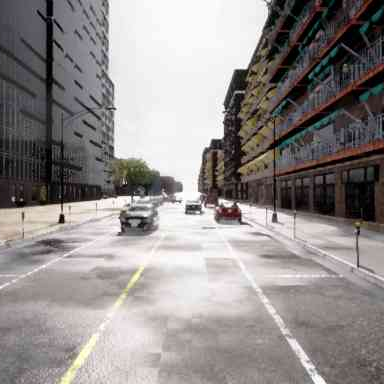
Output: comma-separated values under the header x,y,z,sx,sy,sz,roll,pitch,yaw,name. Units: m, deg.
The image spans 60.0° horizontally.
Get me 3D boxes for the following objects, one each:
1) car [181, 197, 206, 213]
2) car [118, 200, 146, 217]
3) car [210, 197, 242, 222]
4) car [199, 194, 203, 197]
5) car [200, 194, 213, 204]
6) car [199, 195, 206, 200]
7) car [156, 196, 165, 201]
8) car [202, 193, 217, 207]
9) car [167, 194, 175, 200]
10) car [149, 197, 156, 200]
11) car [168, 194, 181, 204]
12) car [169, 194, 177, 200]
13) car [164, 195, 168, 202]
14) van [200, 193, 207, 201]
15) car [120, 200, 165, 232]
x,y,z,sx,sy,sz,roll,pitch,yaw,name
0.163,1.537,36.087,2.033,1.411,5.357,0,0,0,car
-5.621,1.518,31.619,1.752,1.417,4.829,1,0,0,car
2.750,1.435,26.156,1.967,1.590,4.097,1,0,0,car
0.153,1.472,46.632,2.128,1.511,4.902,0,0,1,car
2.828,1.271,65.679,2.192,1.841,5.009,1,0,0,car
2.879,1.449,93.912,1.887,1.381,4.507,1,0,0,car
-5.588,1.529,48.727,2.008,1.369,4.403,1,0,0,car
2.795,1.293,48.740,2.192,1.841,5.009,1,0,0,car
-5.484,1.356,88.249,1.967,1.590,4.097,1,0,0,car
-5.610,1.540,37.436,2.008,1.369,4.403,1,0,0,car
-2.880,1.561,63.271,1.994,1.385,4.181,0,0,0,car
-5.467,1.344,93.895,1.967,1.590,4.097,1,0,0,car
-5.577,1.522,54.374,2.008,1.369,4.403,1,0,0,car
2.860,1.268,82.617,1.690,1.788,3.998,1,0,0,van
-3.061,1.488,20.206,2.128,1.511,4.902,0,0,0,car
